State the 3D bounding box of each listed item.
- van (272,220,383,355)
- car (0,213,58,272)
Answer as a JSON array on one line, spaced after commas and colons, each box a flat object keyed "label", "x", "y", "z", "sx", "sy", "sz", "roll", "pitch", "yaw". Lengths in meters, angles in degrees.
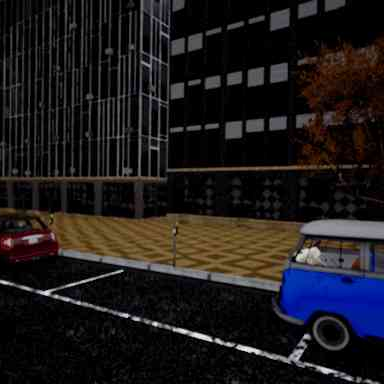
[{"label": "van", "x": 3.233, "y": 1.341, "z": 4.570, "sx": 3.998, "sy": 1.788, "sz": 1.690, "roll": 0, "pitch": 1, "yaw": 33}, {"label": "car", "x": -6.222, "y": 1.433, "z": 10.666, "sx": 4.097, "sy": 1.590, "sz": 1.967, "roll": 0, "pitch": 1, "yaw": 33}]
